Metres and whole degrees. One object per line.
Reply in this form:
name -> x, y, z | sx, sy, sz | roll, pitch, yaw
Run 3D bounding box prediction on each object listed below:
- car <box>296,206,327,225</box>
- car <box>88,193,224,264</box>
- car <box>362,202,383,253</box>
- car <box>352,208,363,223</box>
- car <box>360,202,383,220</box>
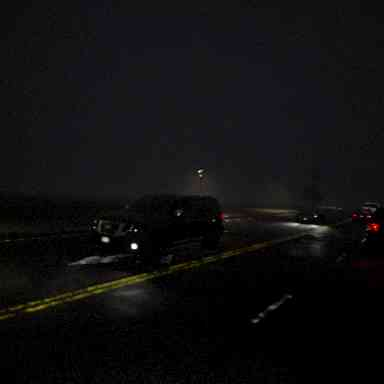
car -> 10.504, 1.978, 29.038 | 1.812, 1.442, 4.674 | 4, 0, 33
car -> -0.896, 1.075, 11.714 | 2.150, 2.045, 5.566 | 4, 1, 34
car -> 9.428, 1.699, 15.205 | 2.150, 2.045, 5.566 | 4, 1, 34
car -> 17.432, 2.407, 33.625 | 2.033, 1.411, 5.357 | 4, 0, 33
car -> 23.519, 2.404, 43.421 | 2.150, 2.045, 5.566 | 4, 1, 32
